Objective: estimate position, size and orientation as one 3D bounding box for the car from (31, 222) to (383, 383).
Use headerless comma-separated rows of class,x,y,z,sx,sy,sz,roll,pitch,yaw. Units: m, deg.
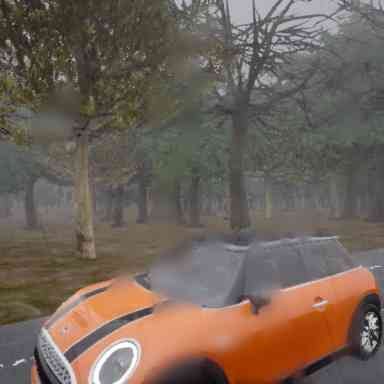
car,0.465,1.351,4.328,4.553,1.767,2.097,0,0,-36
